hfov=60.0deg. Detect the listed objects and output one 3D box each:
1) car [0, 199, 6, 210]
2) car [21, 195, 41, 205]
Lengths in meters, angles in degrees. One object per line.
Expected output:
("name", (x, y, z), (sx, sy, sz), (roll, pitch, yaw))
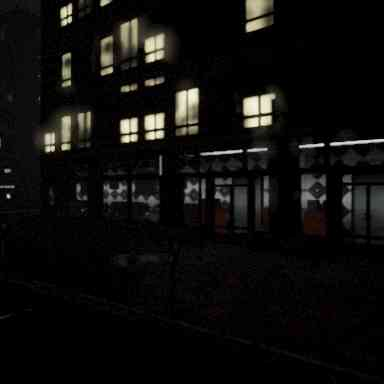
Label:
("car", (-21.195, 1.030, 32.739), (2.192, 1.841, 5.009), (1, 2, 35))
("car", (-21.733, 1.076, 46.588), (1.802, 1.307, 4.206), (1, 2, 35))
